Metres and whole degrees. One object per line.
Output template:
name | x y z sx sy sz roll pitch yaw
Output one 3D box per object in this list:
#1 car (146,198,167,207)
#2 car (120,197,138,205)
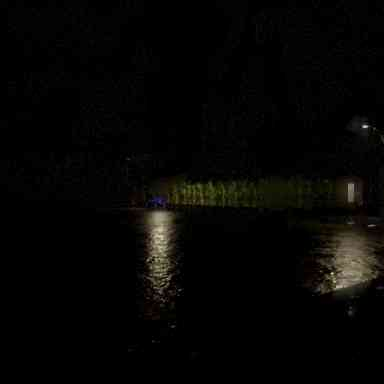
car | -5.730 1.665 53.926 1.812 1.442 4.674 -1 0 -36
car | -11.809 1.685 62.120 1.837 1.490 4.892 -1 0 -36
